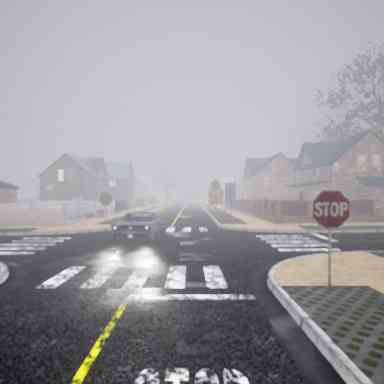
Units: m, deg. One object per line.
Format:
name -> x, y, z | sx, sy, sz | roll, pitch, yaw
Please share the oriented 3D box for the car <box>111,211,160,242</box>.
car -> -2.774, 1.698, 17.212 | 1.895, 1.301, 4.718 | 0, 0, 0
